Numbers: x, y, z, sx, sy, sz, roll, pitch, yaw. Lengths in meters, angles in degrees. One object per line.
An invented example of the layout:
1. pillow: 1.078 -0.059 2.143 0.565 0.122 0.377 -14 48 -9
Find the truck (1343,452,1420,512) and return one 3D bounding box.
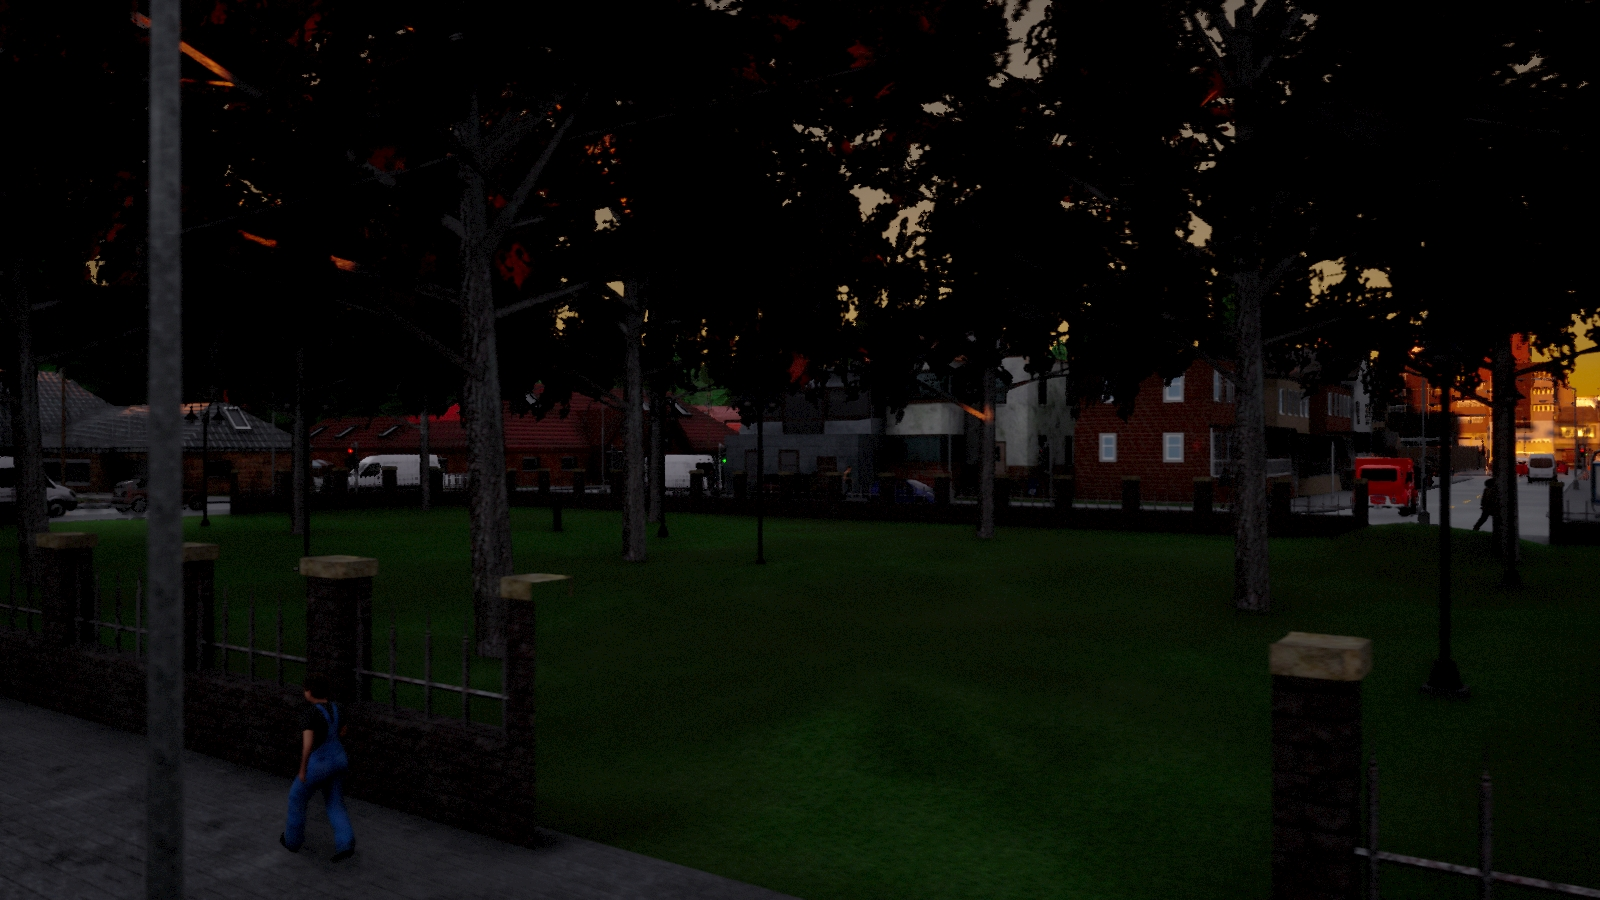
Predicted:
1. truck: 25.494 1.353 49.983 2.627 2.467 5.204 0 0 31

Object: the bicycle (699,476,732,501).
1. bicycle: -4.281 1.939 57.783 1.835 1.271 0.329 0 0 35

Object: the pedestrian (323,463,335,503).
1. pedestrian: -21.791 1.523 52.900 0.375 1.860 0.375 0 0 35

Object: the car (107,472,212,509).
1. car: -28.891 1.804 51.622 1.789 1.549 3.705 0 0 35

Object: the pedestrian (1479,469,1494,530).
1. pedestrian: 21.320 1.524 35.473 0.375 1.860 0.375 0 0 35

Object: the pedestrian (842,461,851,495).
1. pedestrian: 2.567 1.523 63.217 0.375 1.860 0.375 0 0 34

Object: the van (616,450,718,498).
1. van: -7.619 1.314 64.935 5.915 2.561 1.988 0 0 35

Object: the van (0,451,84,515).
1. van: -32.691 1.313 46.302 1.988 2.561 5.915 0 0 36

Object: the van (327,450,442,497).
1. van: -23.804 1.312 65.626 5.915 2.561 1.988 0 -1 -41

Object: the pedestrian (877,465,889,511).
1. pedestrian: 3.335 1.524 45.900 0.375 1.860 0.375 0 0 32

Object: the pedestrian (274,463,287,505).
1. pedestrian: -23.433 1.523 51.567 0.375 1.860 0.375 0 0 25

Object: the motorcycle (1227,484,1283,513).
1. motorcycle: 18.609 1.993 46.756 2.033 1.145 0.803 0 -5 13

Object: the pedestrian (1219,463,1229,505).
1. pedestrian: 19.022 1.515 51.267 0.375 1.860 0.375 0 0 27

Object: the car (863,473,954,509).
1. car: 4.879 1.817 51.506 3.633 1.501 1.845 0 0 36

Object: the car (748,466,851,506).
1. car: -0.066 1.685 54.758 4.553 1.767 2.097 0 0 35

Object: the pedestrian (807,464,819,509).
1. pedestrian: 0.531 1.525 47.945 0.375 1.860 0.375 0 0 31

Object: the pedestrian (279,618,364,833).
1. pedestrian: -3.176 1.805 7.585 0.375 1.300 0.375 0 0 35
